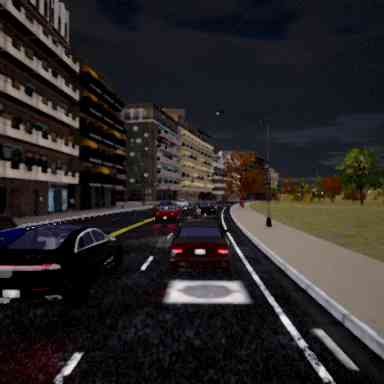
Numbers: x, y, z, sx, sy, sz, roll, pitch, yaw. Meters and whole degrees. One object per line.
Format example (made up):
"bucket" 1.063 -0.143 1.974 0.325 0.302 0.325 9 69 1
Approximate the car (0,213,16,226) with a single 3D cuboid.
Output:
"car" -6.464 1.415 9.056 2.097 1.767 4.553 0 0 1

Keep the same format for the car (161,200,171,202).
"car" -4.993 2.160 63.055 2.033 1.411 5.357 0 -1 9

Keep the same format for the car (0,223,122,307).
"car" -3.041 1.552 8.127 2.128 1.511 4.902 0 0 1

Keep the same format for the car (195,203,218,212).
"car" 1.337 1.765 31.036 2.128 1.511 4.902 0 -1 4

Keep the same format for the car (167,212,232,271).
"car" 0.285 1.636 11.233 2.033 1.411 5.357 0 0 2

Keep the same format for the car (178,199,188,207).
"car" -1.824 2.133 62.271 1.812 1.442 4.674 0 -1 9

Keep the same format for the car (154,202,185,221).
"car" -2.042 1.856 29.520 1.895 1.301 4.718 0 -1 4
